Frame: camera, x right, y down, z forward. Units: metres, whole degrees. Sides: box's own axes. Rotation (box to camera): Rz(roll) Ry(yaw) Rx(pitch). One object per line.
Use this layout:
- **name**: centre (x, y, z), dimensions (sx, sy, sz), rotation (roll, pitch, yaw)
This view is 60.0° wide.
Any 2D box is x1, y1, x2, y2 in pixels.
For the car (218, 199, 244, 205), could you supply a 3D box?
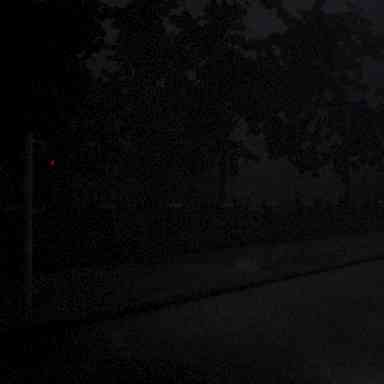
- **car**: centre (6.316, 1.817, 54.112), dimensions (1.882, 1.535, 5.008), rotation (1, -1, -35)
